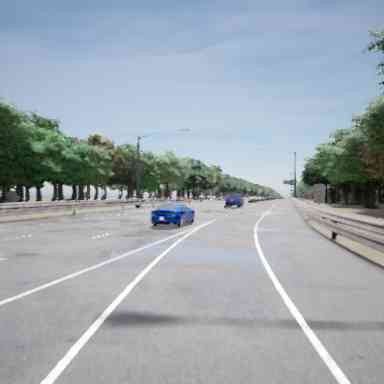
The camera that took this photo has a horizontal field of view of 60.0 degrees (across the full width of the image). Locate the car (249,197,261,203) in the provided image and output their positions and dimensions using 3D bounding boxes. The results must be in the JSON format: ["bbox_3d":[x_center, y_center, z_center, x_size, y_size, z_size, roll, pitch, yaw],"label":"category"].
[{"bbox_3d":[14.830,1.937,79.492,1.895,1.301,4.718,0,-1,16],"label":"car"}]

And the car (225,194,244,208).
[{"bbox_3d":[6.348,1.302,49.532,2.150,2.045,5.566,0,0,16],"label":"car"}]

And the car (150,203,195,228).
[{"bbox_3d":[-1.176,1.485,22.632,1.882,1.535,5.008,0,0,16],"label":"car"}]
